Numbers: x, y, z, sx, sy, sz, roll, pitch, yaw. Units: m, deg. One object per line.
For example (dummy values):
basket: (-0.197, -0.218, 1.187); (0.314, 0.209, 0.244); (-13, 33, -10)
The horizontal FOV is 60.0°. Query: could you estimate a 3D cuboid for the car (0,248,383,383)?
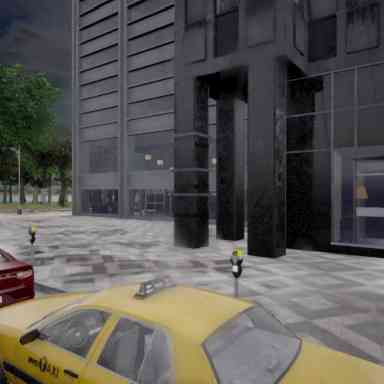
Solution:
car: (-0.558, 1.525, 3.361); (4.829, 1.417, 1.752); (0, 0, 36)
